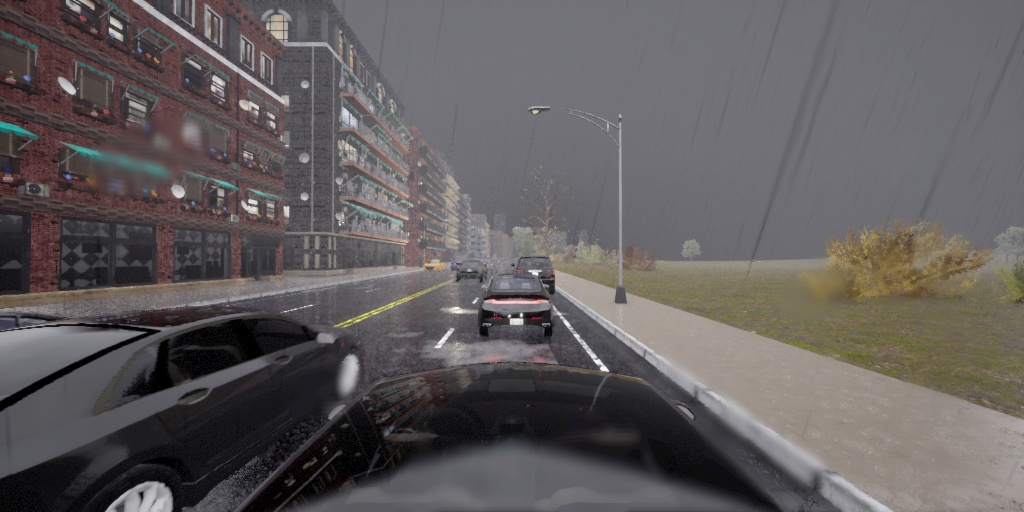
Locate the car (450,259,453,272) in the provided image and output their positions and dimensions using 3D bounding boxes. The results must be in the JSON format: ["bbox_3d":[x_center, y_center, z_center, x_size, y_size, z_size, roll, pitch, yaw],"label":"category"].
[{"bbox_3d":[-6.613,0.972,47.031,2.150,2.045,5.566,0,0,0],"label":"car"}]

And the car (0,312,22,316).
[{"bbox_3d":[-6.599,1.314,3.724,1.994,1.385,4.181,0,0,0],"label":"car"}]

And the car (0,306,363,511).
[{"bbox_3d":[-3.150,1.253,3.509,1.837,1.490,4.892,0,-1,0],"label":"car"}]

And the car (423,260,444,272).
[{"bbox_3d":[-9.864,1.229,45.468,1.882,1.535,5.008,0,0,0],"label":"car"}]

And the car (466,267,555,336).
[{"bbox_3d":[0.098,1.243,10.366,2.128,1.511,4.902,0,0,0],"label":"car"}]

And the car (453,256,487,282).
[{"bbox_3d":[-3.167,1.107,29.360,2.097,1.767,4.553,0,0,2],"label":"car"}]

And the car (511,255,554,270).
[{"bbox_3d":[1.132,0.977,20.236,2.150,2.045,5.566,0,0,0],"label":"car"}]
